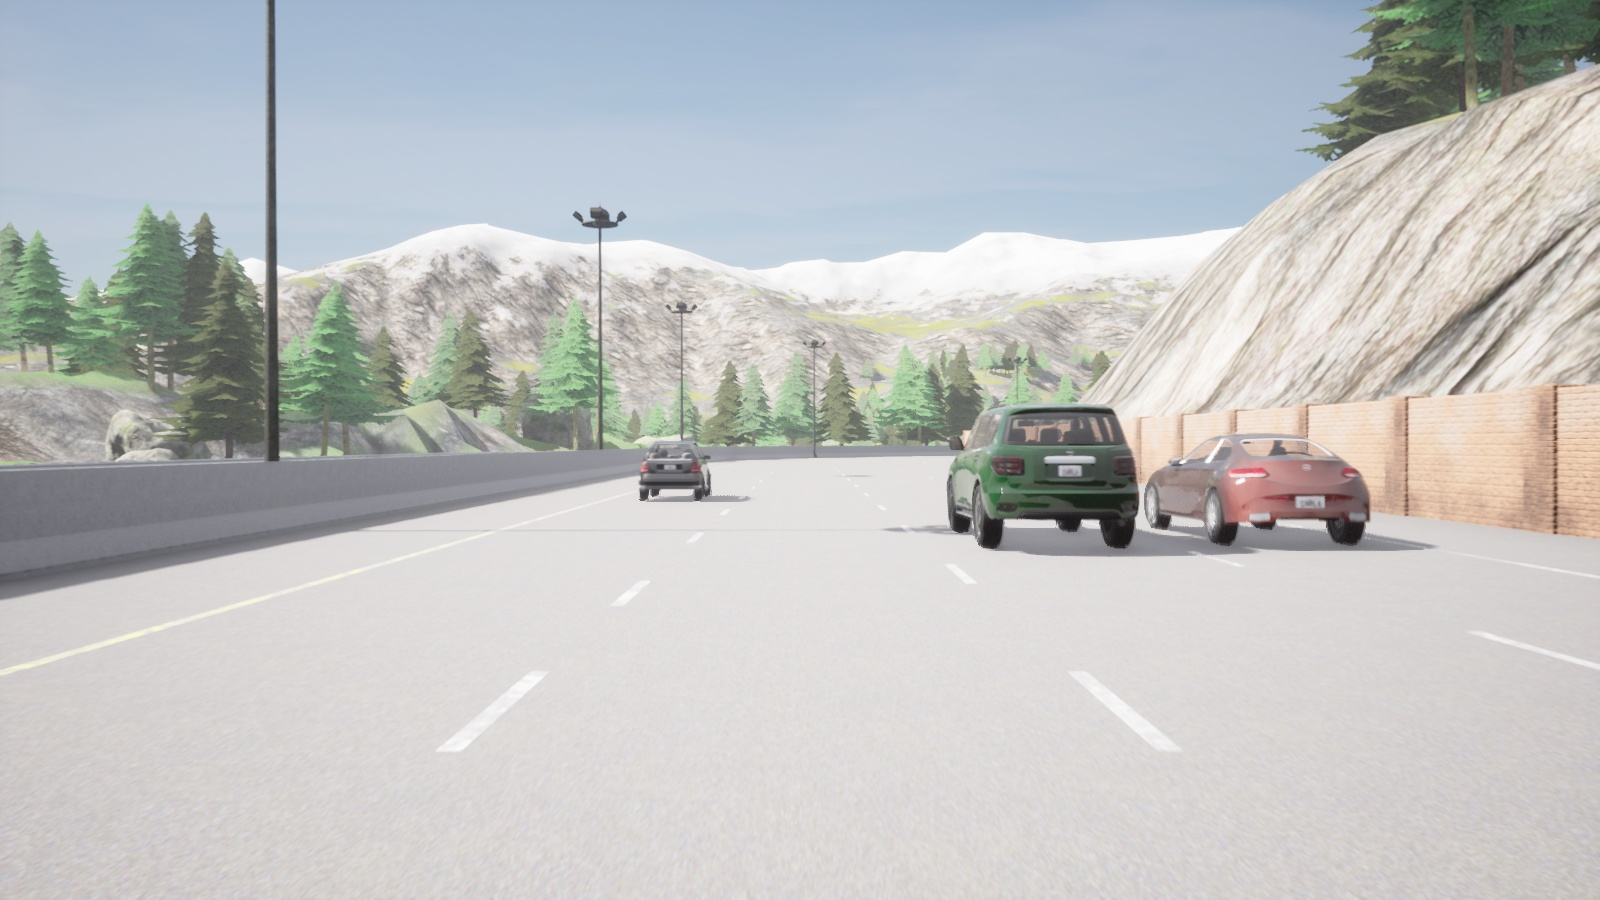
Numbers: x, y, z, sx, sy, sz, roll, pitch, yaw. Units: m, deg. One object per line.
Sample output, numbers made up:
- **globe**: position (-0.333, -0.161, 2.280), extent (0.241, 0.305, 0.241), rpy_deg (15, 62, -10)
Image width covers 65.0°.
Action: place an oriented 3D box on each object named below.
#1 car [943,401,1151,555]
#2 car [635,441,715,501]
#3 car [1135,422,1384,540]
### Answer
- **car**: position (3.599, 0.359, 19.491), extent (2.150, 2.045, 5.566), rpy_deg (0, 0, 0)
- **car**: position (-3.340, 0.530, 34.154), extent (1.789, 1.549, 3.705), rpy_deg (0, 0, 0)
- **car**: position (7.102, 0.418, 20.086), extent (2.152, 1.651, 5.027), rpy_deg (0, 0, 0)
